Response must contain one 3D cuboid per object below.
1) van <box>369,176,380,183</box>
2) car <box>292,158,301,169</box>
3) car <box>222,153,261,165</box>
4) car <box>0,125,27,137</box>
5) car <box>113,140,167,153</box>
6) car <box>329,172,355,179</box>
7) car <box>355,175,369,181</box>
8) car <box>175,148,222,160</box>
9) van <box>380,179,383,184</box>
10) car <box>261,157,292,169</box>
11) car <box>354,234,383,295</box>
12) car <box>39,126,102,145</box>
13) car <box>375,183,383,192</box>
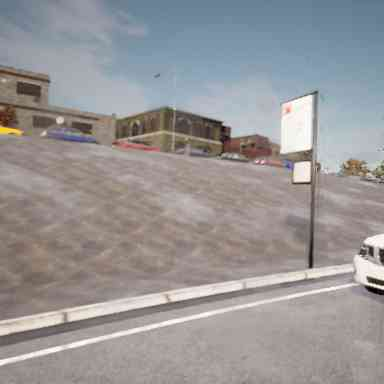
[{"bbox_3d":[29.805,-1.769,56.669,4.442,1.987,1.878,5,-2,-43],"label":"van"},{"bbox_3d":[13.286,-2.991,41.800,5.566,2.045,2.435,3,-1,-39],"label":"car"},{"bbox_3d":[4.474,-3.213,34.812,4.892,1.521,2.231,3,-1,-37],"label":"car"},{"bbox_3d":[-13.734,-4.039,22.161,5.008,1.535,2.097,3,-1,-32],"label":"car"},{"bbox_3d":[-4.373,-3.591,28.386,4.792,1.488,2.163,3,-1,-34],"label":"car"},{"bbox_3d":[21.606,-2.148,49.023,4.674,1.452,2.002,4,-2,-42],"label":"car"},{"bbox_3d":[25.681,-1.840,52.768,4.674,1.452,2.002,4,-2,-43],"label":"car"},{"bbox_3d":[0.124,-3.376,31.580,4.674,1.452,2.002,3,-1,-35],"label":"car"},{"bbox_3d":[33.721,-1.419,60.571,4.442,1.987,1.878,5,-3,-45],"label":"van"},{"bbox_3d":[8.922,-3.112,38.274,4.553,1.767,2.185,3,-1,-38],"label":"car"},{"bbox_3d":[6.144,1.263,7.426,5.566,2.045,2.150,1,0,-28],"label":"car"},{"bbox_3d":[-9.097,-3.958,25.164,4.553,1.767,2.185,3,-1,-33],"label":"car"},{"bbox_3d":[37.496,-0.806,64.477,2.163,1.488,4.792,1,-3,44],"label":"car"}]
